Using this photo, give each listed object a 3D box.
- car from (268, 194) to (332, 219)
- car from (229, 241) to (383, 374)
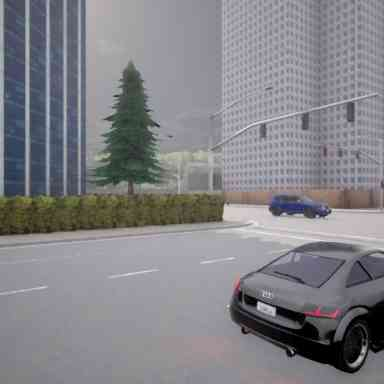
[{"bbox_3d":[9.440,1.223,29.603,2.150,2.045,5.566,0,0,-40],"label":"car"},{"bbox_3d":[2.661,1.564,5.679,4.181,1.385,1.994,0,0,-35],"label":"car"}]
